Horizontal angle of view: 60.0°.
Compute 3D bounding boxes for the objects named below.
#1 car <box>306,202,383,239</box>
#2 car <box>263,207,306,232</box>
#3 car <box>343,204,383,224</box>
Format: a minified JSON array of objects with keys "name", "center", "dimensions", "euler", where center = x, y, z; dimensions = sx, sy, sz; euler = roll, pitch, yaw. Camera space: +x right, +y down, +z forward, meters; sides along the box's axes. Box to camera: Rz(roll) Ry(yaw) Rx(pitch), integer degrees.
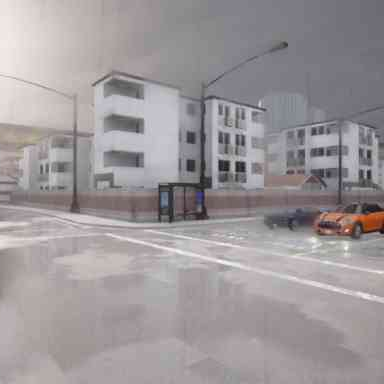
[{"name":"car","center":[8.423,1.362,17.506],"dimensions":[4.553,1.767,2.097],"euler":[0,0,-37]},{"name":"car","center":[6.544,1.611,20.478],"dimensions":[4.718,1.301,1.895],"euler":[0,0,-37]},{"name":"car","center":[13.976,1.631,25.940],"dimensions":[4.718,1.301,1.895],"euler":[0,0,-35]}]
